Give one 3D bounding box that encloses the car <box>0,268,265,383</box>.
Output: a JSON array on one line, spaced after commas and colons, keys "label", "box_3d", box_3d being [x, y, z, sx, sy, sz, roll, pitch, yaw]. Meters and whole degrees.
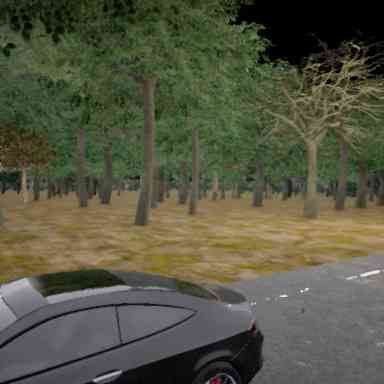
[{"label": "car", "box_3d": [-1.344, 1.538, 3.016, 4.674, 1.442, 1.812, 1, 0, -35]}]
